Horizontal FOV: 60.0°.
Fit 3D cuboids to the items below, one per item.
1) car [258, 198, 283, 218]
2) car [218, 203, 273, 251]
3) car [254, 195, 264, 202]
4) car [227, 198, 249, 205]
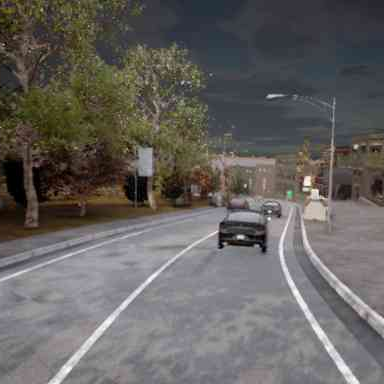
[{"bbox_3d":[7.604,1.579,31.732,1.812,1.442,4.674,2,0,18],"label":"car"},{"bbox_3d":[2.373,1.495,14.469,1.882,1.535,5.008,2,0,14],"label":"car"},{"bbox_3d":[15.233,1.420,75.413,1.882,1.535,5.008,1,0,7],"label":"car"},{"bbox_3d":[4.975,1.404,35.695,1.882,1.535,5.008,2,0,18],"label":"car"}]
